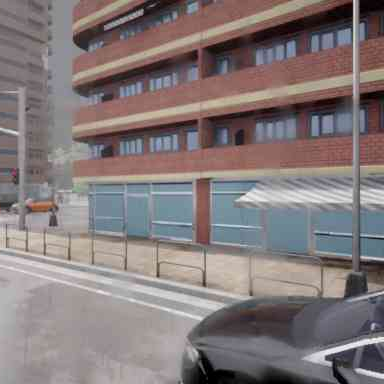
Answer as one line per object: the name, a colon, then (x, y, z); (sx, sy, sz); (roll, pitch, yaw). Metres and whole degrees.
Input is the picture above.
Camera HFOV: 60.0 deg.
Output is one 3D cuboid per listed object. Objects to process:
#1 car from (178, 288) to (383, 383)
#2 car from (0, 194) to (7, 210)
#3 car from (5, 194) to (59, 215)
car: (2.120, 1.490, 2.481); (4.902, 1.511, 2.128); (0, 0, 35)
car: (-20.213, 1.221, 35.044); (2.150, 2.045, 5.566); (0, 0, 35)
car: (-16.287, 1.352, 34.487); (2.097, 1.767, 4.553); (0, 0, 36)
